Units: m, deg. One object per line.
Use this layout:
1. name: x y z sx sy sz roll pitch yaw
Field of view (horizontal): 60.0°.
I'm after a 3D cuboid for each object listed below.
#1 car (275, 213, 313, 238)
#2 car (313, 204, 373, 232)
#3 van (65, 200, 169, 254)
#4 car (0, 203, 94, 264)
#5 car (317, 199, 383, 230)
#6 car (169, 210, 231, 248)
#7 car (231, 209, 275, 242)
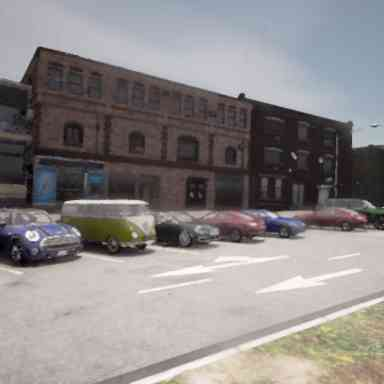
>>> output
1. car: 3.998 1.689 18.737 4.674 1.452 2.002 -1 -2 36
2. car: 9.035 1.761 22.065 4.674 1.452 2.002 -1 -1 37
3. van: -3.386 1.314 13.562 4.442 1.987 1.878 -1 -2 35
4. car: -5.980 1.380 11.909 4.553 1.767 2.185 -1 -2 35
5. car: 11.596 1.505 23.708 5.566 2.045 2.435 -1 -2 37
6. car: -1.003 1.578 15.347 4.892 1.521 2.231 -1 -2 35
7. car: 1.495 1.653 17.039 4.674 1.452 2.002 -1 -1 36
